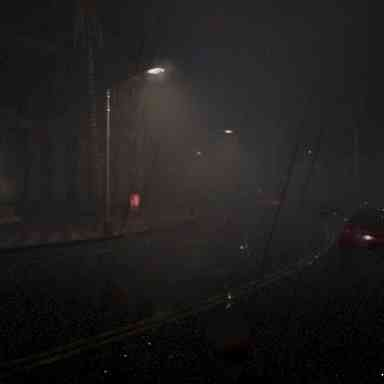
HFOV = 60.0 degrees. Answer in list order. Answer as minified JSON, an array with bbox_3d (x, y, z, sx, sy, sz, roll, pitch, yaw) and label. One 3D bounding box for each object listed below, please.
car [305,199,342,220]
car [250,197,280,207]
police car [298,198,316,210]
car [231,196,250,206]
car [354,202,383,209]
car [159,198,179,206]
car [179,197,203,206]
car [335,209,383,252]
[{"bbox_3d":[11.634,1.606,28.946,1.812,1.442,4.674,0,0,5],"label":"car"},{"bbox_3d":[12.058,1.641,53.652,1.882,1.535,5.008,0,0,-24],"label":"car"},{"bbox_3d":[15.435,1.547,42.933,1.930,1.638,5.238,0,0,-11],"label":"police car"},{"bbox_3d":[9.012,1.540,59.568,2.097,1.767,4.553,0,0,-30],"label":"car"},{"bbox_3d":[15.019,1.562,27.585,2.128,1.511,4.902,0,0,6],"label":"car"},{"bbox_3d":[-4.013,1.755,59.006,2.033,1.411,5.357,0,0,-29],"label":"car"},{"bbox_3d":[0.092,1.706,58.841,1.837,1.490,4.892,0,-1,-29],"label":"car"},{"bbox_3d":[7.217,1.601,13.612,1.994,1.385,4.181,0,0,28],"label":"car"}]
